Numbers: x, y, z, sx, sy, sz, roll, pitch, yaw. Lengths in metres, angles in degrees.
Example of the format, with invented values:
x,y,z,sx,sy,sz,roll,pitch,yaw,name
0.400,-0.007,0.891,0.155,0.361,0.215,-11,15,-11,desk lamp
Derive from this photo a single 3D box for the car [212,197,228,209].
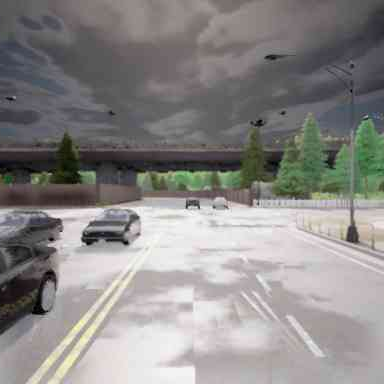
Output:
x,y,z,sx,sy,sz,roll,pitch,yaw,name
3.596,1.397,43.259,1.812,1.442,4.674,0,0,0,car

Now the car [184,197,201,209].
x,y,z,sx,sy,sz,roll,pitch,yaw,name
0.095,1.387,43.641,1.837,1.490,4.892,0,0,0,car

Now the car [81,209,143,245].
x,y,z,sx,sy,sz,roll,pitch,yaw,name
-3.501,1.513,15.603,2.033,1.411,5.357,0,0,0,car

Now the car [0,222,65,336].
x,y,z,sx,sy,sz,roll,pitch,yaw,name
-3.582,1.467,4.692,1.882,1.535,5.008,0,0,0,car

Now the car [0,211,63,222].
x,y,z,sx,sy,sz,roll,pitch,yaw,name
-7.019,1.518,13.646,2.033,1.411,5.357,0,0,0,car
